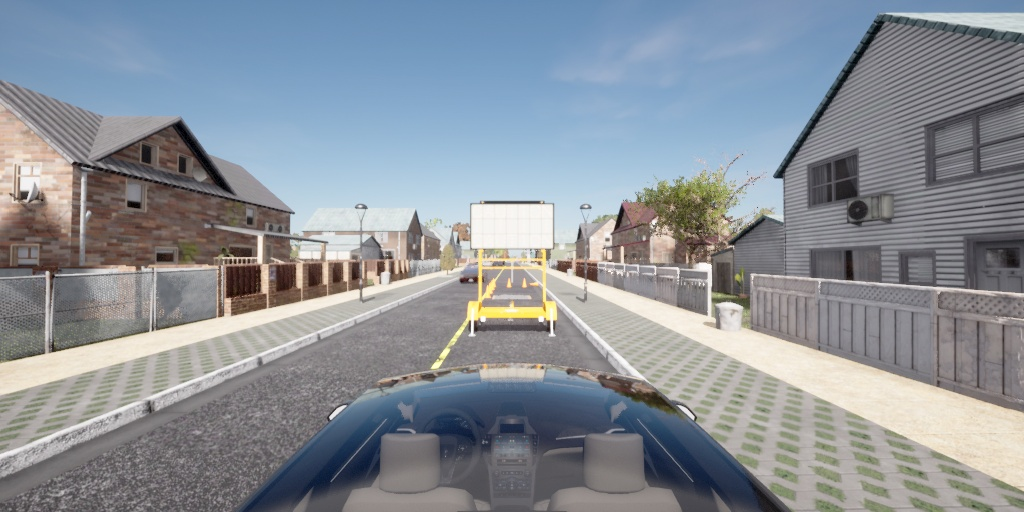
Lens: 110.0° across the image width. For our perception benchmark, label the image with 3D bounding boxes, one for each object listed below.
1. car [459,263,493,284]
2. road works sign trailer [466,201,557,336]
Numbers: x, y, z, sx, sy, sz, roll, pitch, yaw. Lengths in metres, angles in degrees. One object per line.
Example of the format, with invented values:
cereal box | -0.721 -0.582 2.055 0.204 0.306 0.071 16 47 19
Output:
car | -2.868 1.332 27.772 2.033 1.411 5.357 0 0 0
road works sign trailer | 0.007 0.220 10.362 2.380 3.560 2.880 0 0 0
